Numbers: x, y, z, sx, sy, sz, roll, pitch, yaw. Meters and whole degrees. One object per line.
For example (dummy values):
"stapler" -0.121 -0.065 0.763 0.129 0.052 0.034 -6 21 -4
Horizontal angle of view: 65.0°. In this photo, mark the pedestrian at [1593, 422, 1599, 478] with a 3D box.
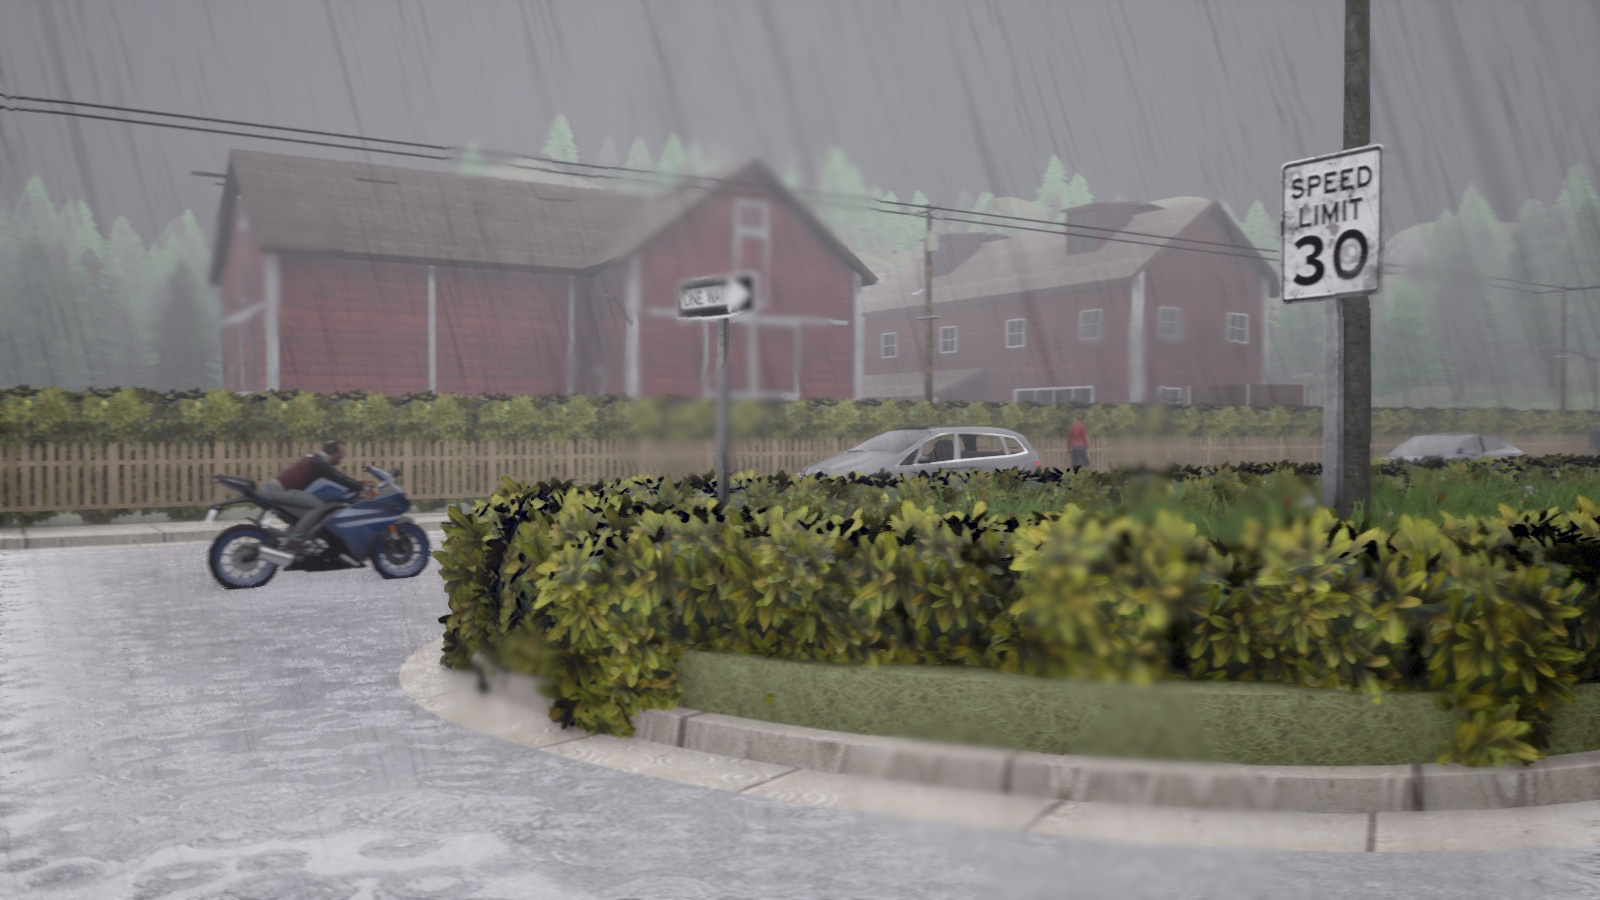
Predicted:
"pedestrian" 27.585 0.002 42.850 0.849 1.883 0.563 0 1 -34

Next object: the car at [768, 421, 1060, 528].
"car" 2.004 0.360 21.699 4.611 1.667 2.242 0 1 -33

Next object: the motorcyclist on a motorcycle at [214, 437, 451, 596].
"motorcyclist on a motorcycle" -4.875 0.639 13.141 2.191 1.530 0.866 0 1 -33

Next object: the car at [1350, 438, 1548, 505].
"car" 15.810 0.463 30.543 4.792 1.488 2.163 0 1 -33

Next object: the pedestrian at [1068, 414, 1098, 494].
"pedestrian" 6.620 0.084 29.321 0.636 1.846 0.331 0 1 -36
